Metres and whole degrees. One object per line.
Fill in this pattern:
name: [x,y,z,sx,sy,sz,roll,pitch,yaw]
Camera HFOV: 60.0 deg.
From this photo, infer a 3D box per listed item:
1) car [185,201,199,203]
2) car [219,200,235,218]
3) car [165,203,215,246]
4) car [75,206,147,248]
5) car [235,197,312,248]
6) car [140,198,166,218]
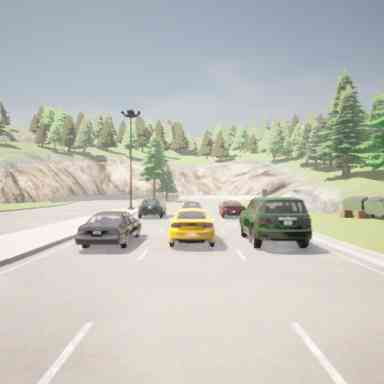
car: [0.001,1.547,29.770,2.033,1.411,5.357,0,0,0]
car: [3.508,1.478,30.277,1.882,1.535,5.008,0,0,0]
car: [0.008,1.478,15.269,1.882,1.535,5.008,0,0,0]
car: [-3.499,1.547,14.770,2.033,1.411,5.357,0,0,0]
car: [3.502,1.217,14.805,2.150,2.045,5.566,0,0,0]
car: [-3.497,1.350,29.864,2.097,1.767,4.553,0,0,0]
